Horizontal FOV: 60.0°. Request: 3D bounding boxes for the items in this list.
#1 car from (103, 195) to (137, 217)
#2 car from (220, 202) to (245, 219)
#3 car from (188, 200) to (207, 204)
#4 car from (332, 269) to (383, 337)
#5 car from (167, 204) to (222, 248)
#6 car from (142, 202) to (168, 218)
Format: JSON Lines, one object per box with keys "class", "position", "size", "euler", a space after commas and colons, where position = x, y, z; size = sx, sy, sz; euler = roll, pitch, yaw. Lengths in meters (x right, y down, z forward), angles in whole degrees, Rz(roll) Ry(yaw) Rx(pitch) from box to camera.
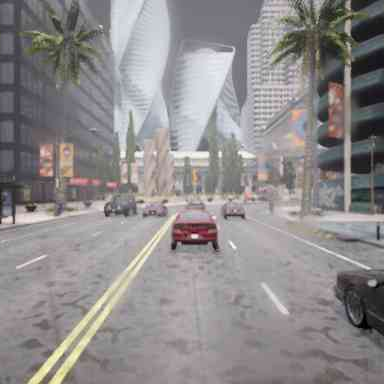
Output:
{"class": "car", "position": [-6.852, 1.313, 32.516], "size": [2.150, 2.045, 5.566], "euler": [0, 0, 3]}
{"class": "car", "position": [3.640, 1.632, 30.107], "size": [2.033, 1.411, 5.357], "euler": [0, 0, 1]}
{"class": "car", "position": [0.524, 1.590, 35.207], "size": [2.128, 1.511, 4.902], "euler": [0, 0, 5]}
{"class": "car", "position": [3.600, 1.558, 3.912], "size": [2.033, 1.411, 5.357], "euler": [0, 0, 0]}
{"class": "car", "position": [0.102, 1.520, 14.965], "size": [1.882, 1.535, 5.008], "euler": [0, 0, 0]}
{"class": "car", "position": [-3.356, 1.651, 31.011], "size": [1.994, 1.385, 4.181], "euler": [0, 0, 2]}
